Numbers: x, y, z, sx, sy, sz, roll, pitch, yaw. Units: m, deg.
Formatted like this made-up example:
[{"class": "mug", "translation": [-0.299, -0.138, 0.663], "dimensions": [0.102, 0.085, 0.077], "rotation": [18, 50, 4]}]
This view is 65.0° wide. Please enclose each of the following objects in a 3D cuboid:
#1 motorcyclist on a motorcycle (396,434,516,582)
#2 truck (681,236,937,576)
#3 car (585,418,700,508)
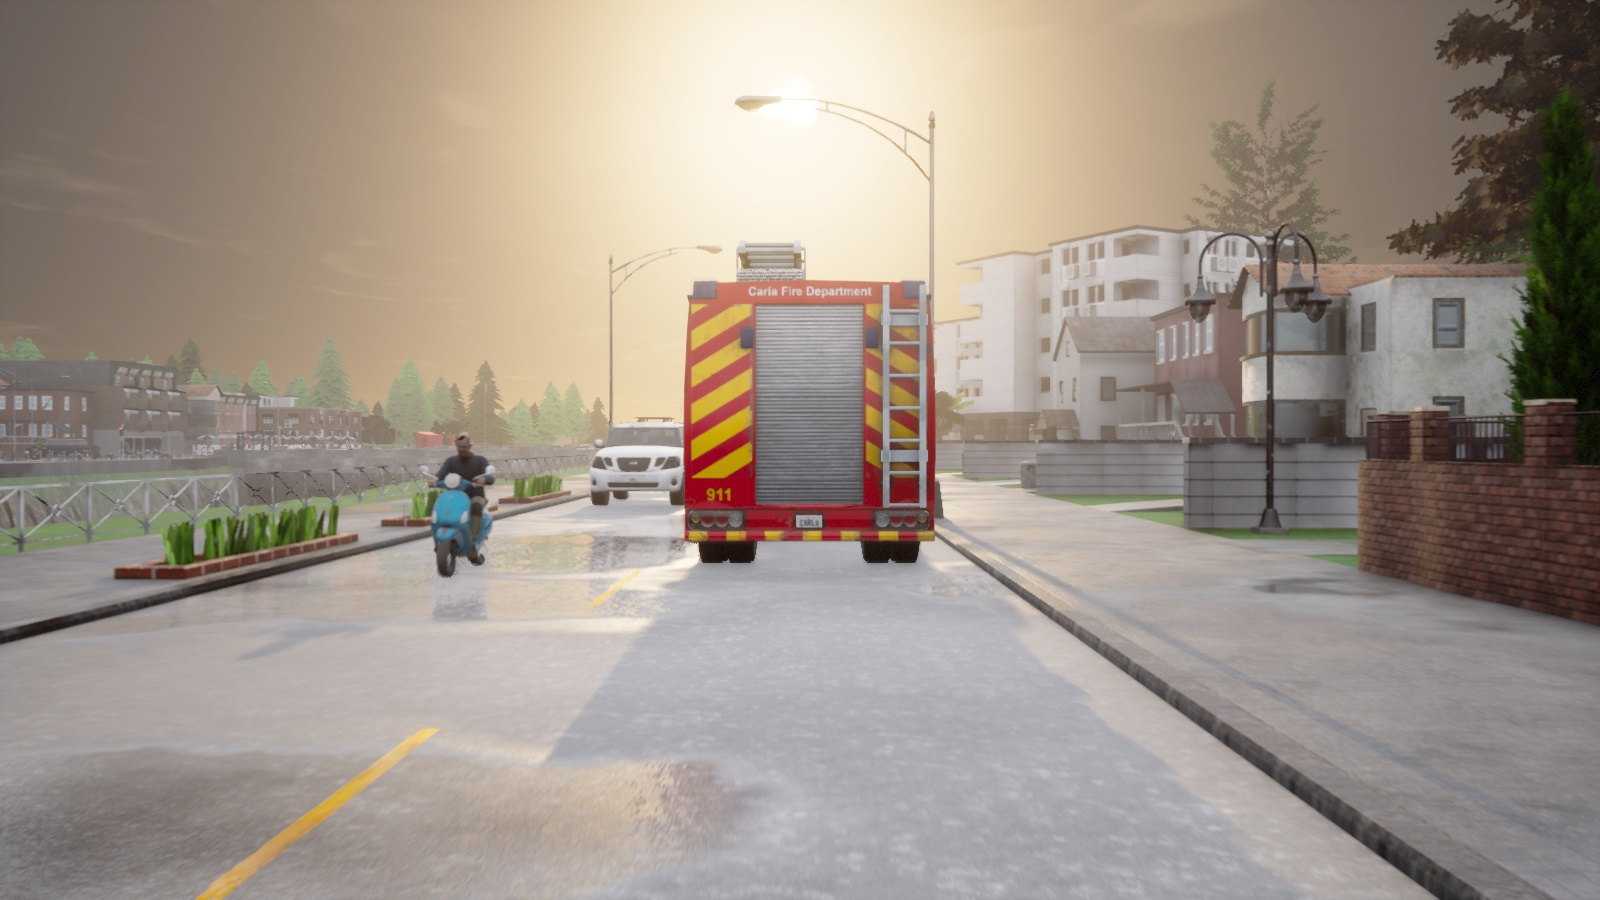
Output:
[{"class": "motorcyclist on a motorcycle", "translation": [-3.902, 0.616, 14.388], "dimensions": [0.866, 1.590, 1.817], "rotation": [0, 0, 0]}, {"class": "truck", "translation": [0.122, -0.522, 18.407], "dimensions": [2.891, 3.827, 8.468], "rotation": [0, 0, 0]}, {"class": "car", "translation": [-3.805, 0.286, 31.328], "dimensions": [2.150, 2.045, 5.566], "rotation": [0, 0, 0]}]
